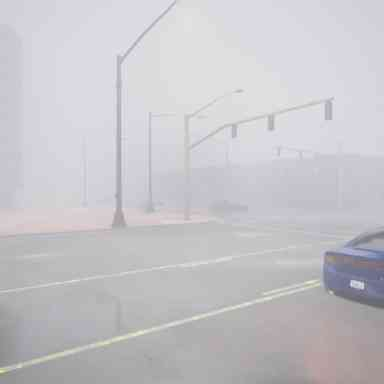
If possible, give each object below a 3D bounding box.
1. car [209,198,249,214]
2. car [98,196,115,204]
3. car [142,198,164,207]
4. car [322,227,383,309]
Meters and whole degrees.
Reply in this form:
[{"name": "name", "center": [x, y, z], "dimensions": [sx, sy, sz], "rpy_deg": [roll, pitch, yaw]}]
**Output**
[{"name": "car", "center": [3.931, 1.474, 35.998], "dimensions": [1.882, 1.535, 5.008], "rpy_deg": [0, 0, -36]}, {"name": "car", "center": [-16.781, 1.491, 65.181], "dimensions": [2.128, 1.511, 4.902], "rpy_deg": [0, 0, -35]}, {"name": "car", "center": [-5.877, 1.561, 49.751], "dimensions": [1.994, 1.385, 4.181], "rpy_deg": [0, 0, -35]}, {"name": "car", "center": [4.928, 1.477, 7.262], "dimensions": [5.008, 1.535, 1.882], "rpy_deg": [0, 0, -35]}]
